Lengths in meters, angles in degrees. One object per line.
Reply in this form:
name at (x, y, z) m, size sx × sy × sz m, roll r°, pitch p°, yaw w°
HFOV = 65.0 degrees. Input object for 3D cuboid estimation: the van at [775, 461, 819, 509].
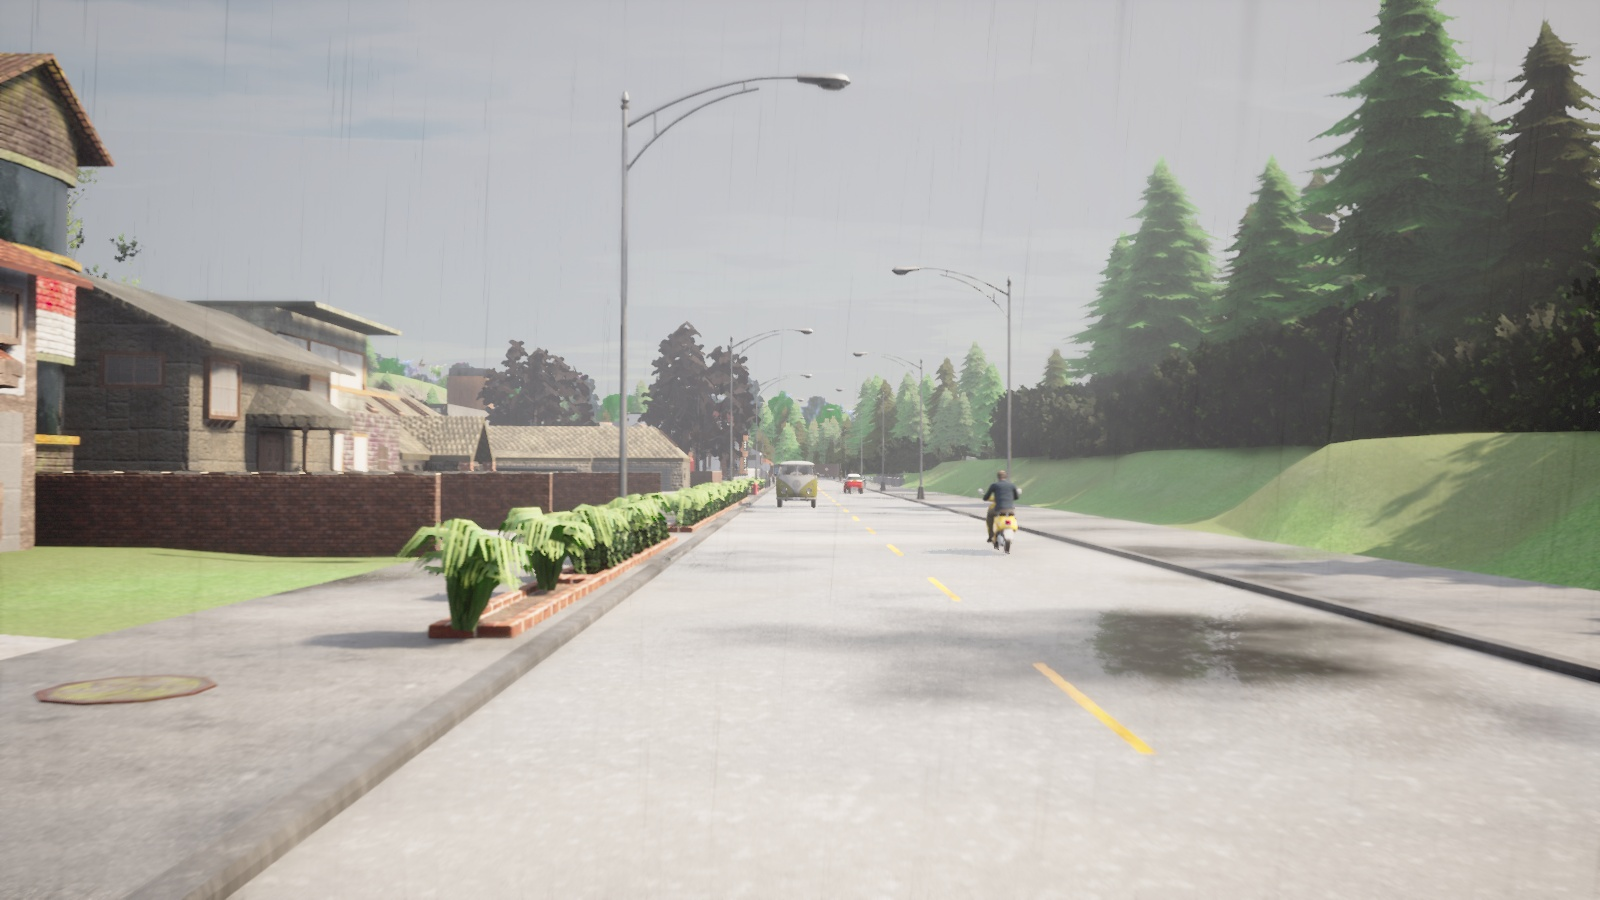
van at (-0.132, 1.472, 54.026) m, size 1.775 × 1.987 × 4.442 m, roll 0°, pitch -1°, yaw 0°

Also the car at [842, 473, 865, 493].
car at (3.764, 2.330, 88.173) m, size 1.481 × 1.376 × 2.207 m, roll 0°, pitch -1°, yaw 0°

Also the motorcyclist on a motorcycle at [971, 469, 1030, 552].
motorcyclist on a motorcycle at (3.940, 1.167, 24.783) m, size 0.866 × 1.590 × 1.817 m, roll 0°, pitch -1°, yaw 0°
